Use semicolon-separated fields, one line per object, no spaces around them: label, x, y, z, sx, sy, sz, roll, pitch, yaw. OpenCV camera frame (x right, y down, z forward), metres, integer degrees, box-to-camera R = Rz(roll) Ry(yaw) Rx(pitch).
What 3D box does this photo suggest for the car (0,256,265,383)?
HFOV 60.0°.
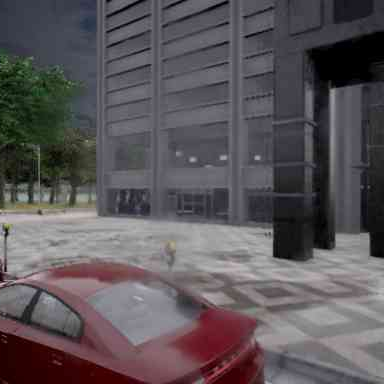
car;-1.408;1.535;3.965;4.507;1.381;1.887;0;0;35
